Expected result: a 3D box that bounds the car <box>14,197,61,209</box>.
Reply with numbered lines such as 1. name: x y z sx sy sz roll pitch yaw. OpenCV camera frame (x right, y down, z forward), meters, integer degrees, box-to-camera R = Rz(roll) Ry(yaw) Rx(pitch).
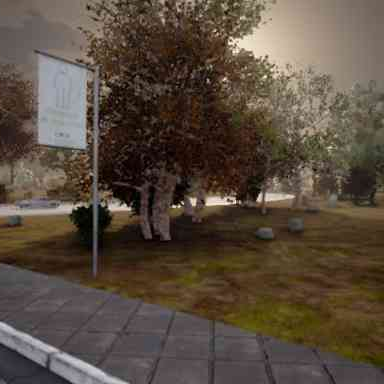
1. car: -17.927 1.244 38.690 1.895 1.301 4.718 1 0 38
